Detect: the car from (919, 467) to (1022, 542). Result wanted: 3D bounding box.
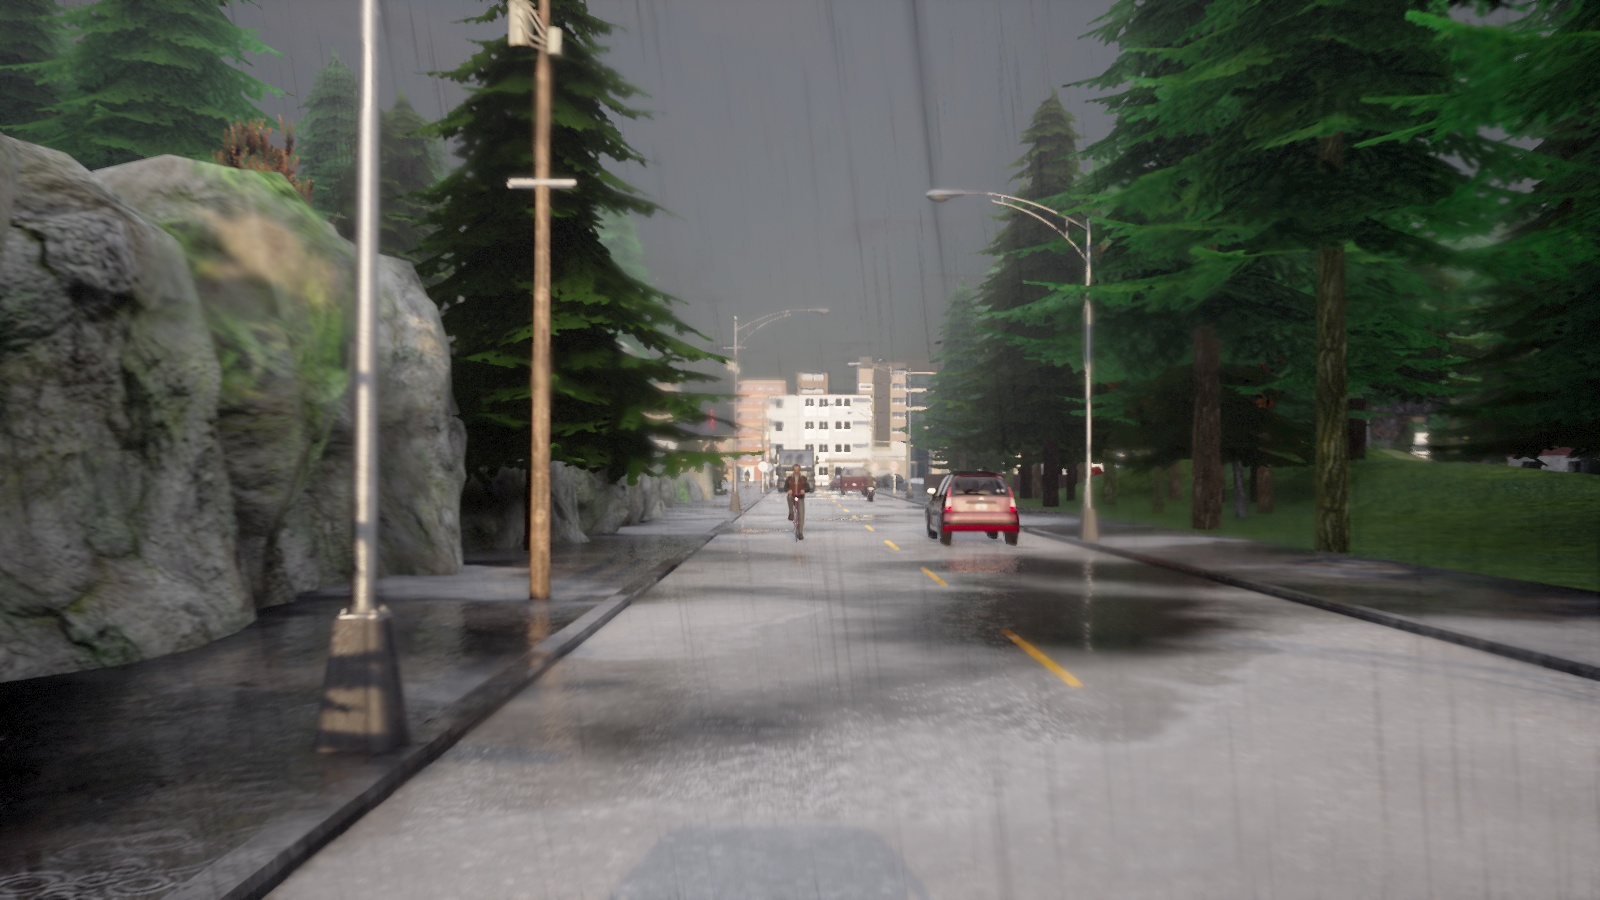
[{"bbox_3d":[3.927,1.231,29.472,1.851,1.617,3.988,0,-1,0],"label":"car"}]

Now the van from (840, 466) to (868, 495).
[{"bbox_3d":[3.768,2.157,88.880,1.775,1.987,4.442,0,-1,0],"label":"van"}]
